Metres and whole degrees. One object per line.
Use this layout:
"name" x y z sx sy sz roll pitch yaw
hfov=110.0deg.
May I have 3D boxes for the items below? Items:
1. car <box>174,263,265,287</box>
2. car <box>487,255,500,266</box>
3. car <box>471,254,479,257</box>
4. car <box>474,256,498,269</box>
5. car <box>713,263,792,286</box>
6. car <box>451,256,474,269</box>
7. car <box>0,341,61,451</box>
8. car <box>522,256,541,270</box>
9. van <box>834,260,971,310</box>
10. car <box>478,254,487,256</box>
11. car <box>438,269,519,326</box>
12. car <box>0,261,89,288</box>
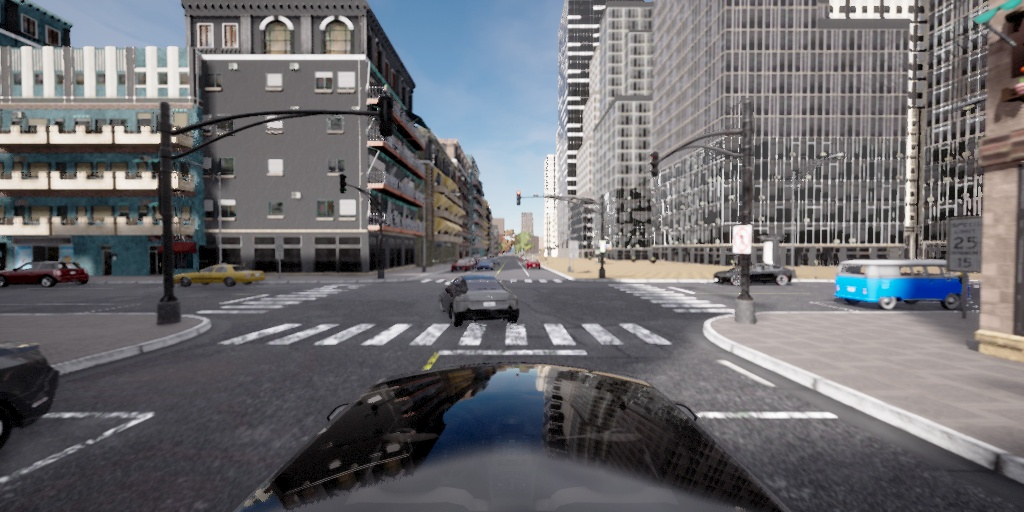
"car" -17.873 1.106 21.946 4.829 1.417 1.751 0 0 0
"car" -3.028 0.912 58.743 1.994 1.385 4.181 0 0 1
"car" -5.669 0.878 45.671 1.967 1.591 4.097 0 0 0
"car" -3.076 1.010 42.059 2.033 1.411 5.357 0 0 0
"car" 14.685 1.074 21.981 4.313 1.339 1.948 0 0 0
"car" -5.672 1.022 40.022 1.888 1.381 4.507 0 0 0
"car" -5.692 1.299 1.957 2.007 1.370 4.403 0 0 0
"car" 2.679 0.982 45.724 1.888 1.381 4.507 0 0 0
"van" 14.694 1.034 13.602 3.998 1.789 1.690 0 0 0
"car" -5.663 0.675 56.969 2.192 1.841 5.009 0 0 0
"car" -1.221 1.308 11.889 1.994 1.385 4.181 0 0 -17
"car" -28.771 1.049 21.934 4.097 1.591 1.967 0 0 0
